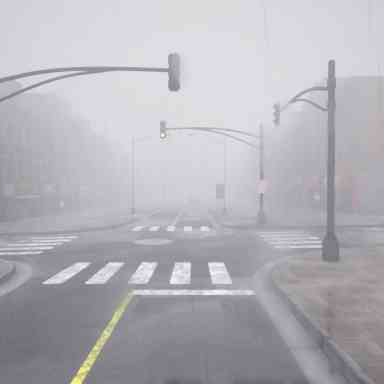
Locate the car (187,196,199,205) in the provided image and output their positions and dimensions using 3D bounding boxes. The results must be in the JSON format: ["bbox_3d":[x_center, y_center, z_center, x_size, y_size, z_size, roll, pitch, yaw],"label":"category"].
[{"bbox_3d":[0.207,1.515,58.316,1.837,1.490,4.892,0,0,0],"label":"car"}]

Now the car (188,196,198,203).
[{"bbox_3d":[0.245,1.536,68.738,2.033,1.411,5.357,0,0,0],"label":"car"}]
